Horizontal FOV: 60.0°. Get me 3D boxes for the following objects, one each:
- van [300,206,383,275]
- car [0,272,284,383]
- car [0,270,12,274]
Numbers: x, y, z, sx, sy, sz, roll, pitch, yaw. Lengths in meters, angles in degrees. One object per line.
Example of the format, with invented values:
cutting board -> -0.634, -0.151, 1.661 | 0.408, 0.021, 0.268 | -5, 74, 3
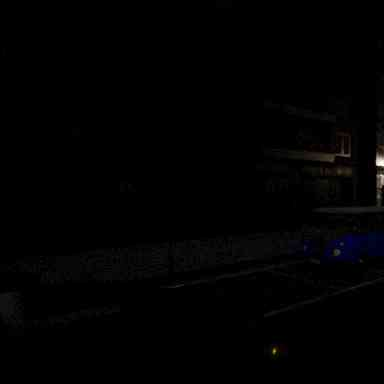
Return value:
van -> 5.010, 1.333, 10.104 | 3.998, 1.788, 1.690 | 0, 0, -35
car -> -1.294, 1.526, 2.413 | 4.674, 1.442, 1.812 | 0, 0, -35
car -> -3.989, 1.552, 3.689 | 4.403, 1.369, 2.008 | 0, 0, -35
